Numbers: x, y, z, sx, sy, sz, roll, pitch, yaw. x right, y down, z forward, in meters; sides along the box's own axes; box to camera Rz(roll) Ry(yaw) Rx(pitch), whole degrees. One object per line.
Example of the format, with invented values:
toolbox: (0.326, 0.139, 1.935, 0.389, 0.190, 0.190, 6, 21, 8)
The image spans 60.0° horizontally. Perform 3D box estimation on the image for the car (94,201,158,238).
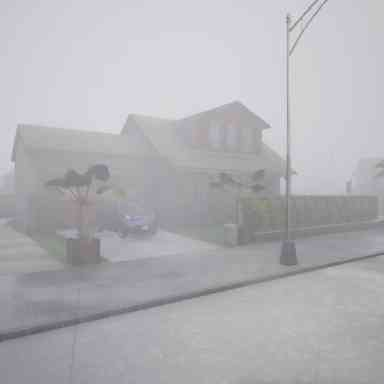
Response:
car: (-3.054, 1.174, 15.268, 1.845, 1.501, 3.633, 0, 0, -38)
